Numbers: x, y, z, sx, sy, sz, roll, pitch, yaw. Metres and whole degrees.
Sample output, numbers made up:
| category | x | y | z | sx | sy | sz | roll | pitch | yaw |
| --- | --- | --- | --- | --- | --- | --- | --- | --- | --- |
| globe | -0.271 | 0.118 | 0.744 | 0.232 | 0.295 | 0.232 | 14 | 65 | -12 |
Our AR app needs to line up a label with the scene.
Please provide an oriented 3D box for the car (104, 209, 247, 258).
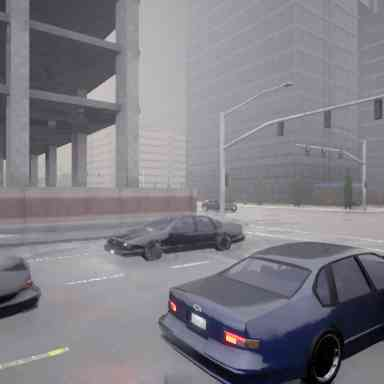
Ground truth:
| category | x | y | z | sx | sy | sz | roll | pitch | yaw |
| --- | --- | --- | --- | --- | --- | --- | --- | --- | --- |
| car | -0.406 | 1.548 | 12.305 | 5.357 | 1.411 | 2.033 | 0 | 0 | -36 |

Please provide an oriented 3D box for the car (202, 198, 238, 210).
| category | x | y | z | sx | sy | sz | roll | pitch | yaw |
| --- | --- | --- | --- | --- | --- | --- | --- | --- | --- |
| car | 3.053 | 1.505 | 37.394 | 1.837 | 1.490 | 4.892 | 0 | 0 | -36 |

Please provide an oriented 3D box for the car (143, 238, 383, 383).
| category | x | y | z | sx | sy | sz | roll | pitch | yaw |
| --- | --- | --- | --- | --- | --- | --- | --- | --- | --- |
| car | 2.130 | 1.547 | 5.310 | 5.357 | 1.411 | 2.033 | 0 | 0 | -35 |

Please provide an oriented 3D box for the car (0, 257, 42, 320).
| category | x | y | z | sx | sy | sz | roll | pitch | yaw |
| --- | --- | --- | --- | --- | --- | --- | --- | --- | --- |
| car | -5.098 | 1.547 | 4.658 | 5.357 | 1.411 | 2.033 | 0 | 0 | -36 |
